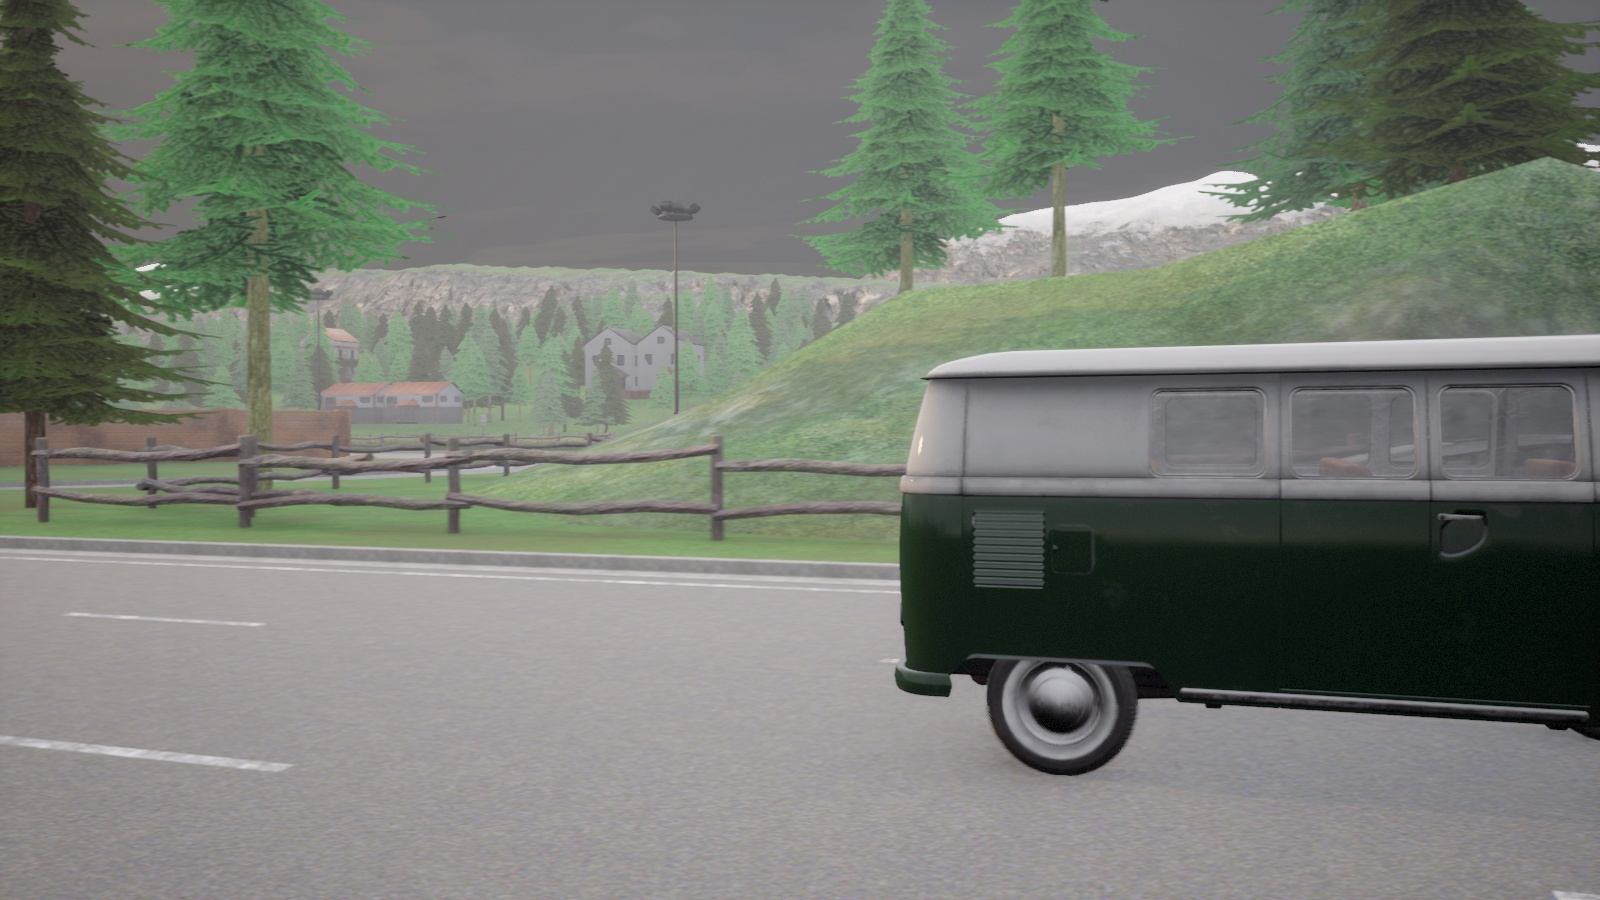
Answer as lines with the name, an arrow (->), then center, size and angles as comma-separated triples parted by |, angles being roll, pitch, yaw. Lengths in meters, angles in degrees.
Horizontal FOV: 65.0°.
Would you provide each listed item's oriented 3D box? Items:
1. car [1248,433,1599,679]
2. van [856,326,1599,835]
car -> 5.530, 0.655, 8.717 | 4.514, 1.525, 2.007 | 1, 1, 19
van -> 2.652, 0.494, 5.990 | 4.442, 1.987, 1.775 | 0, 1, 19
